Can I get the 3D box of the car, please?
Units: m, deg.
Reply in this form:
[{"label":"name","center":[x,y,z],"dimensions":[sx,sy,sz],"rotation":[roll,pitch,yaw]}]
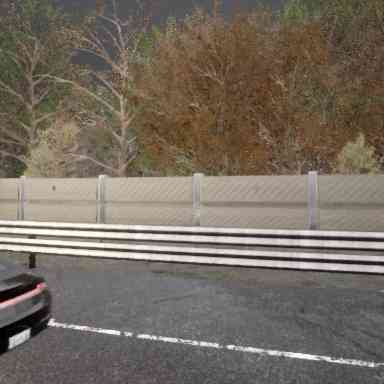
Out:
[{"label":"car","center":[-4.326,1.493,4.624],"dimensions":[4.902,1.511,2.128],"rotation":[0,0,17]}]
